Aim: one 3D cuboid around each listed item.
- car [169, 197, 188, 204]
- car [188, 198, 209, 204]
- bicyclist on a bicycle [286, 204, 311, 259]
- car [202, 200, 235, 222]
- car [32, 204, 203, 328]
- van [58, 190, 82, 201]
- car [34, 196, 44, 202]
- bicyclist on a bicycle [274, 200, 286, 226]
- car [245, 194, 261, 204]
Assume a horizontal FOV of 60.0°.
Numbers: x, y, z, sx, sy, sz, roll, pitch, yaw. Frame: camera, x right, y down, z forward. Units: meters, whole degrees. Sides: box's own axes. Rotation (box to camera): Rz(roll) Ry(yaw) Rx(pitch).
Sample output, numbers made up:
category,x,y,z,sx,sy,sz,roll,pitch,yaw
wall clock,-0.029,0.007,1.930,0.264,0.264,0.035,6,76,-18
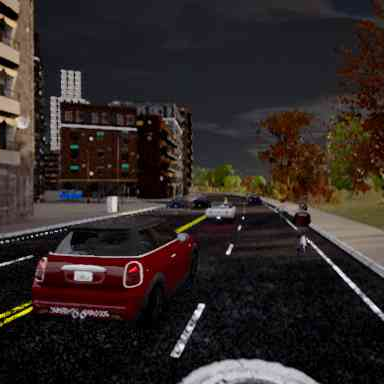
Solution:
category,x,y,z,sx,sy,sz,roll,pitch,yaw
car,-1.524,1.304,42.452,2.033,1.411,5.357,0,0,9
car,1.180,1.338,39.105,1.994,1.385,4.181,0,0,10
bicyclist on a bicycle,3.734,1.303,11.346,0.659,1.776,1.843,0,1,11
car,2.251,1.456,25.141,1.895,1.301,4.718,0,0,10
car,-1.244,1.311,7.224,2.097,1.767,4.553,0,0,12
van,-20.781,0.583,56.953,3.998,1.788,1.690,1,-1,-21
car,-23.196,0.861,47.087,4.206,1.307,1.802,1,-1,-21
bicyclist on a bicycle,5.633,1.312,21.010,0.866,1.612,1.509,0,0,10
car,10.005,1.241,53.201,1.994,1.385,4.181,0,0,8
